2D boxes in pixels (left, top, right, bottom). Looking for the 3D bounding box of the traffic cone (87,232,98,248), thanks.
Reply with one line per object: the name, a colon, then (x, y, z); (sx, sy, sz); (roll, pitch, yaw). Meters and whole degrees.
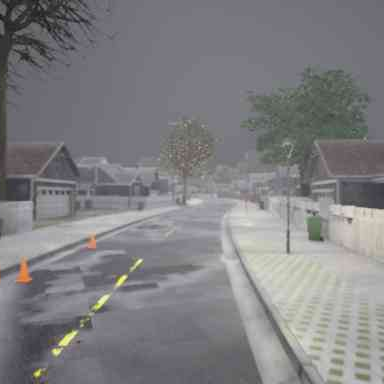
traffic cone: (-4.022, 1.936, 13.485); (0.340, 0.580, 0.340); (0, 0, 3)
